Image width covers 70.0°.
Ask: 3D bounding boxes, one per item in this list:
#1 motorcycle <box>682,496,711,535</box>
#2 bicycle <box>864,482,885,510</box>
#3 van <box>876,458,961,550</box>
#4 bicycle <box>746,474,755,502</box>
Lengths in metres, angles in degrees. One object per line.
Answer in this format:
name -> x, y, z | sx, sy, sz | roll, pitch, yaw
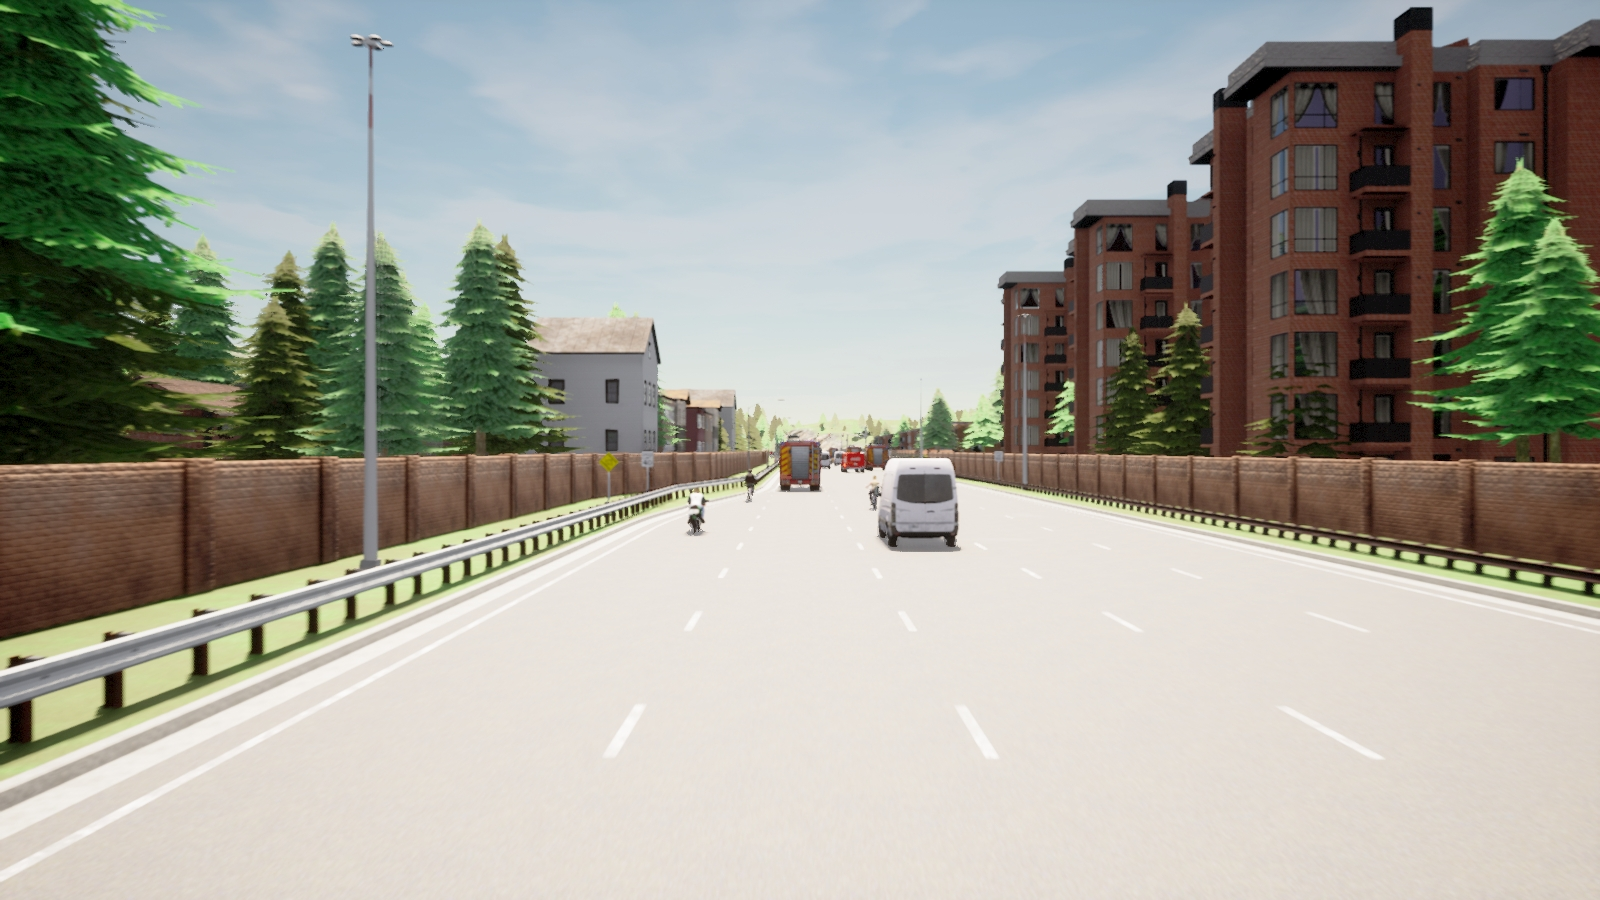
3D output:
motorcycle -> -3.483, 2.185, 38.574 | 0.803, 1.199, 2.033 | 0, 0, 0
bicycle -> 3.508, 2.158, 53.831 | 0.859, 1.277, 1.487 | 0, 0, 0
van -> 3.508, 1.533, 34.950 | 1.988, 2.561, 5.915 | 0, 0, 0
bicycle -> -2.671, 2.060, 61.930 | 0.329, 1.471, 1.835 | 0, 0, 3
